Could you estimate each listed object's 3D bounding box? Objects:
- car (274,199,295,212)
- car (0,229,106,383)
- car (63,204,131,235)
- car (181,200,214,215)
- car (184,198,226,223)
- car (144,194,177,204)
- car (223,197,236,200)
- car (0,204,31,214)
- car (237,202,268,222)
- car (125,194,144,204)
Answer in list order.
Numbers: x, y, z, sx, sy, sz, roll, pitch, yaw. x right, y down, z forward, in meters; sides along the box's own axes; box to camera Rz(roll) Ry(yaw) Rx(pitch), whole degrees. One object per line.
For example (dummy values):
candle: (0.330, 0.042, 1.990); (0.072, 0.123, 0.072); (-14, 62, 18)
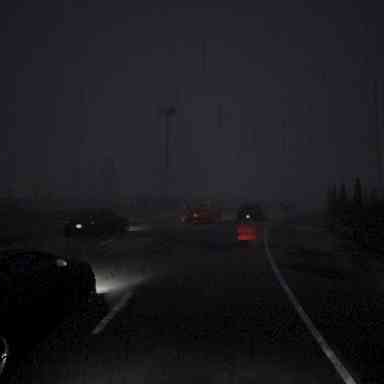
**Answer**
car: (11.353, 1.608, 40.835); (1.812, 1.442, 4.674); (0, 0, 29)
car: (-3.045, 1.555, 5.167); (1.994, 1.385, 4.181); (0, 0, 4)
car: (-4.863, 1.564, 17.428); (1.994, 1.385, 4.181); (0, 0, 11)
car: (0.649, 1.584, 35.011); (1.812, 1.442, 4.674); (0, 0, 23)
car: (1.001, 1.505, 26.024); (1.882, 1.535, 5.008); (0, 0, 18)
car: (-3.676, 1.445, 42.689); (2.097, 1.767, 4.553); (0, 0, 27)
car: (6.708, 1.720, 65.020); (1.882, 1.535, 5.008); (0, -1, 40)
car: (-14.061, 1.571, 24.883); (1.994, 1.385, 4.181); (0, 0, 15)
car: (4.829, 1.535, 26.453); (1.837, 1.490, 4.892); (0, 0, 18)
car: (-7.696, 1.355, 50.193); (2.150, 2.045, 5.566); (0, 0, 29)
